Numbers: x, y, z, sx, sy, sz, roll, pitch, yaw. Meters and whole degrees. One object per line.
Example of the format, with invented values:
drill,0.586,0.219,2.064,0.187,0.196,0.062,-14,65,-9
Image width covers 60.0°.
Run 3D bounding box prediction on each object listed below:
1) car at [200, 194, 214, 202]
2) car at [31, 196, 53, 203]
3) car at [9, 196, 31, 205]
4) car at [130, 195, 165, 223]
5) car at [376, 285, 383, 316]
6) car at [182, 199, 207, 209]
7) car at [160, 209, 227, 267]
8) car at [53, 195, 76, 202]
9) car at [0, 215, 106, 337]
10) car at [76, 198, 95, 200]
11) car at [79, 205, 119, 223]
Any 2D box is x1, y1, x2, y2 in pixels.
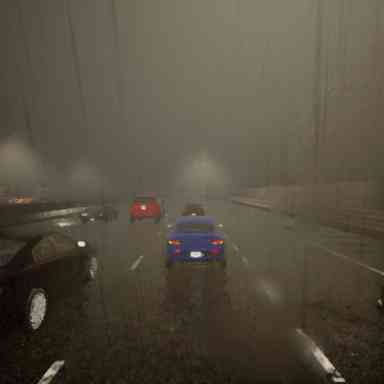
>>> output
car,3.559,1.554,75.211,2.033,1.411,5.357,0,0,0
car,-24.492,1.532,55.958,1.837,1.490,4.892,0,0,1
car,-27.994,1.378,54.628,2.097,1.767,4.553,0,0,1
car,-3.375,1.226,25.813,2.150,2.045,5.566,0,0,0
car,3.482,1.511,2.596,1.895,1.301,4.718,0,0,2
car,0.121,1.531,27.799,1.812,1.442,4.674,0,0,0
car,0.111,1.525,11.301,1.812,1.442,4.674,0,0,0
car,-21.002,1.378,56.076,2.097,1.767,4.553,0,0,1
car,-3.393,1.477,6.730,1.882,1.535,5.008,0,0,0
car,-17.490,1.627,56.482,1.895,1.301,4.718,0,0,1
car,-6.879,1.606,25.188,1.895,1.301,4.718,0,0,0
